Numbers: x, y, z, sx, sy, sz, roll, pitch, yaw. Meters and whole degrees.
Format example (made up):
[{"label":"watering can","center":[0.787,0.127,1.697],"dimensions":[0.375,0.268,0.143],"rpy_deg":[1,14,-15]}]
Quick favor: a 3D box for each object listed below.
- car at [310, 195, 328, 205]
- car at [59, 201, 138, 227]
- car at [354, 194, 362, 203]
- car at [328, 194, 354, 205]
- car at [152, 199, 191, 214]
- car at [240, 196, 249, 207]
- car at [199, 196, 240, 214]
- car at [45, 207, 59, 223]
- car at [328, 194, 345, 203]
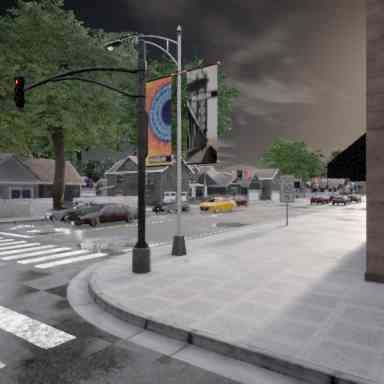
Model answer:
[{"label":"car","center":[20.071,1.171,52.164],"dimensions":[1.882,1.535,5.008],"rpy_deg":[0,0,36]},{"label":"car","center":[-5.666,1.449,22.130],"dimensions":[2.033,1.411,5.357],"rpy_deg":[0,0,34]},{"label":"car","center":[28.319,1.155,58.114],"dimensions":[1.837,1.490,4.892],"rpy_deg":[0,0,36]},{"label":"car","center":[22.324,1.203,49.727],"dimensions":[1.837,1.490,4.892],"rpy_deg":[0,0,36]},{"label":"car","center":[-1.979,1.404,32.837],"dimensions":[1.994,1.385,4.181],"rpy_deg":[0,0,37]},{"label":"car","center":[5.744,1.246,43.615],"dimensions":[1.882,1.535,5.008],"rpy_deg":[0,1,36]},{"label":"car","center":[2.592,1.301,33.655],"dimensions":[1.882,1.535,5.008],"rpy_deg":[0,1,35]},{"label":"car","center":[-8.175,1.391,24.186],"dimensions":[2.128,1.511,4.902],"rpy_deg":[0,0,36]},{"label":"car","center":[26.708,1.146,61.444],"dimensions":[1.837,1.490,4.892],"rpy_deg":[0,0,36]}]
